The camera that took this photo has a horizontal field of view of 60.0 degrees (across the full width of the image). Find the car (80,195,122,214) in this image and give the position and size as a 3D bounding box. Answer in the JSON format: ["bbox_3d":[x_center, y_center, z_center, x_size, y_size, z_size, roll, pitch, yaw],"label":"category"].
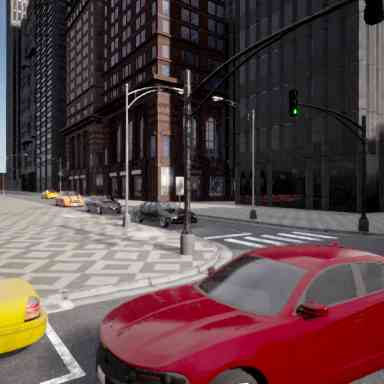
[{"bbox_3d":[-7.578,1.013,28.219,1.837,1.490,4.892,0,1,-36],"label":"car"}]

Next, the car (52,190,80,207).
[{"bbox_3d":[-13.428,0.681,36.355,2.097,1.767,4.553,0,1,-35],"label":"car"}]

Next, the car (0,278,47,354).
[{"bbox_3d":[-4.251,1.525,3.617,4.829,1.417,1.752,0,0,-35],"label":"car"}]

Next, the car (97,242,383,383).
[{"bbox_3d":[1.331,1.482,4.365,5.008,1.535,1.882,0,-1,-29],"label":"car"}]

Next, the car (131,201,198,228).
[{"bbox_3d":[-1.863,1.237,20.275,2.033,1.411,5.357,0,1,-36],"label":"car"}]

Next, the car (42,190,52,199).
[{"bbox_3d":[-24.392,0.422,57.049,1.882,1.535,5.008,0,1,-36],"label":"car"}]
